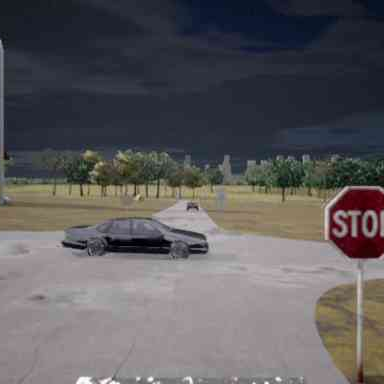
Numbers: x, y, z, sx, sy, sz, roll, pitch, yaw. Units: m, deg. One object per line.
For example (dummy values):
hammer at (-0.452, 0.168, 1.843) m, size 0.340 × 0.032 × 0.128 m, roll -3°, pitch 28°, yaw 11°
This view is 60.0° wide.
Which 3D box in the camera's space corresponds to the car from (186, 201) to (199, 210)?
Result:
car at (0.095, 2.291, 55.768) m, size 1.837 × 1.490 × 4.892 m, roll 0°, pitch -1°, yaw 0°

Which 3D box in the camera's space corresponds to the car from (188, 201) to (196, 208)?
car at (0.009, 2.582, 70.296) m, size 1.812 × 1.442 × 4.674 m, roll 0°, pitch -1°, yaw 0°

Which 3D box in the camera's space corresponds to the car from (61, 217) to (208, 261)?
car at (-2.060, 1.671, 12.646) m, size 5.357 × 1.411 × 2.033 m, roll 2°, pitch 0°, yaw 0°
